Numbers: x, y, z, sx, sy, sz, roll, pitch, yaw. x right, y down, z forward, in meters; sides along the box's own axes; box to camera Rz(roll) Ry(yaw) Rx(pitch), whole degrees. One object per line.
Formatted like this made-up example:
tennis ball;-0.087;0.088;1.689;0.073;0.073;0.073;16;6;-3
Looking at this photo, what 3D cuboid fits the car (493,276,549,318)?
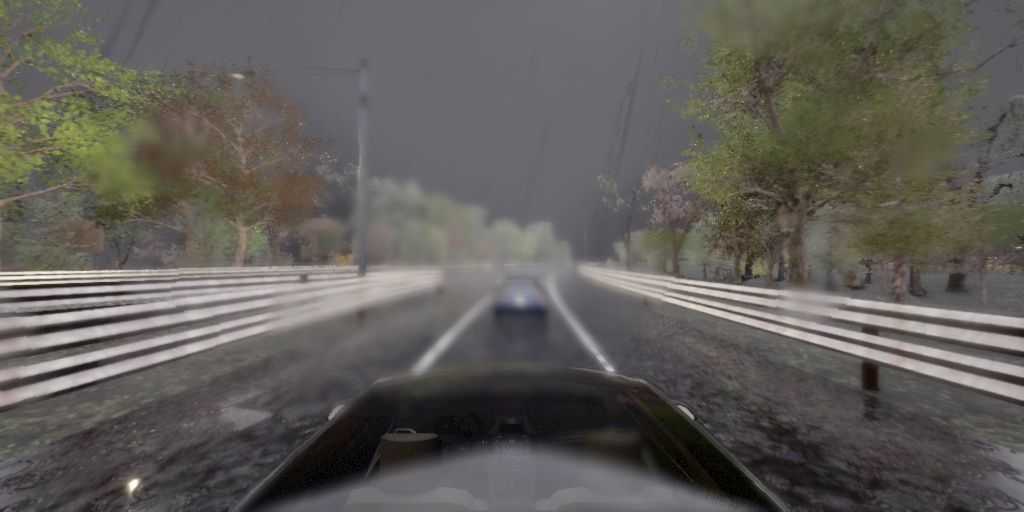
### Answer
car;0.397;1.485;13.987;1.994;1.385;4.181;0;-1;3
